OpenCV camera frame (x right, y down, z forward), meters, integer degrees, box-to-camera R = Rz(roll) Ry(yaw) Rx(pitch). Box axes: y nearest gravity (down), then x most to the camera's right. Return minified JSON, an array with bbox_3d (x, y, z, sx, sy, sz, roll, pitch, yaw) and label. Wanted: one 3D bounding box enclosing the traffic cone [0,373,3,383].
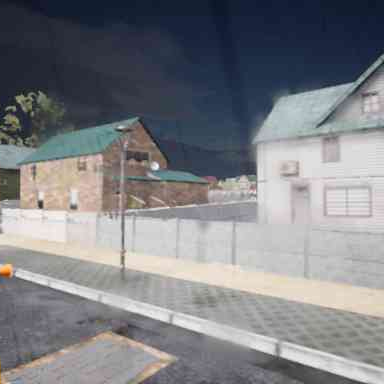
[{"bbox_3d":[-2.043,2.005,3.431,0.340,0.580,0.340,0,-1,37],"label":"traffic cone"}]
